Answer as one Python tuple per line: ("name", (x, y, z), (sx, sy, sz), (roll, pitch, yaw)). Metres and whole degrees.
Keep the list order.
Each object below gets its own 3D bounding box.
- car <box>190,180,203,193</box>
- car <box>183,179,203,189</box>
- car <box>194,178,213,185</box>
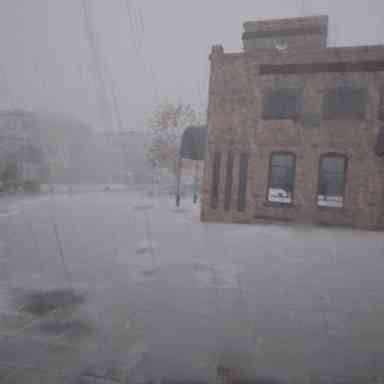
("car", (2.754, -0.500, 51.489), (4.892, 1.521, 2.231), (5, 4, 31))
("car", (0.065, -1.287, 61.791), (1.812, 1.442, 4.674), (5, 4, 31))
("car", (2.943, -2.604, 82.569), (2.097, 1.535, 5.008), (6, 5, 35))
